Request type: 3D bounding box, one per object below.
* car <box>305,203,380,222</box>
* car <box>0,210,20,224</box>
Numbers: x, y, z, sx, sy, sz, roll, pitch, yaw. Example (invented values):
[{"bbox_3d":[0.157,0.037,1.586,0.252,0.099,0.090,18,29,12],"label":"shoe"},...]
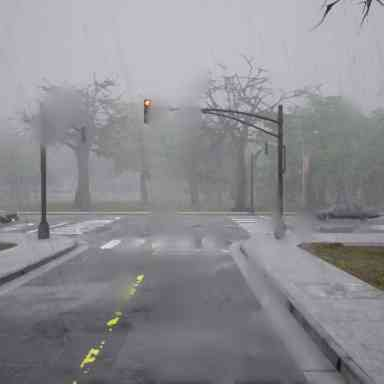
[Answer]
[{"bbox_3d":[11.821,1.563,26.311,5.357,1.411,2.033,0,0,0],"label":"car"},{"bbox_3d":[-14.880,1.534,22.900,5.357,1.411,2.033,0,0,3],"label":"car"}]
